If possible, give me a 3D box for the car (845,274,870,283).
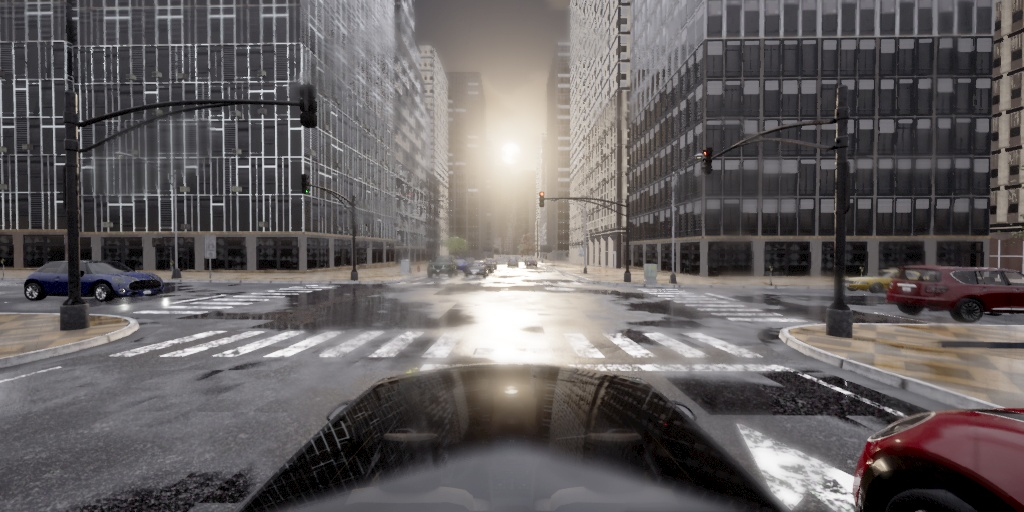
[{"bbox_3d":[21.862,1.409,20.791,4.829,1.417,1.751,0,0,1],"label":"car"}]

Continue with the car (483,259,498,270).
[{"bbox_3d":[-3.176,1.261,53.925,2.033,1.411,5.357,0,0,0],"label":"car"}]

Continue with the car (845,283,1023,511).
[{"bbox_3d":[3.253,1.103,0.410,2.097,1.767,4.553,0,0,0],"label":"car"}]

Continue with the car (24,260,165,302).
[{"bbox_3d":[-18.151,0.971,15.742,4.553,1.767,2.097,1,1,3],"label":"car"}]

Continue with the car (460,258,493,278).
[{"bbox_3d":[-3.246,1.224,33.941,2.128,1.511,4.902,0,0,1],"label":"car"}]

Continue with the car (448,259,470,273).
[{"bbox_3d":[-6.464,1.201,44.148,1.882,1.535,5.008,0,0,0],"label":"car"}]

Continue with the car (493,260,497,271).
[{"bbox_3d":[-3.218,1.325,43.222,1.895,1.301,4.718,0,0,0],"label":"car"}]

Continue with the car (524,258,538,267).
[{"bbox_3d":[3.449,1.303,63.380,1.895,1.301,4.718,0,0,0],"label":"car"}]

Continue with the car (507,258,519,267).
[{"bbox_3d":[0.199,1.267,63.362,1.994,1.385,4.181,0,0,0],"label":"car"}]

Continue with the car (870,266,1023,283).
[{"bbox_3d":[16.224,1.281,12.525,5.009,1.841,2.192,0,0,1],"label":"car"}]

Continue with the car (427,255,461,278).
[{"bbox_3d":[-6.487,0.954,34.183,2.150,2.045,5.566,0,0,0],"label":"car"}]
